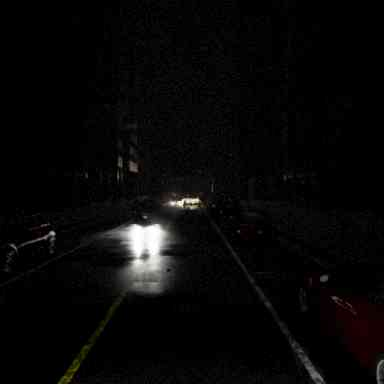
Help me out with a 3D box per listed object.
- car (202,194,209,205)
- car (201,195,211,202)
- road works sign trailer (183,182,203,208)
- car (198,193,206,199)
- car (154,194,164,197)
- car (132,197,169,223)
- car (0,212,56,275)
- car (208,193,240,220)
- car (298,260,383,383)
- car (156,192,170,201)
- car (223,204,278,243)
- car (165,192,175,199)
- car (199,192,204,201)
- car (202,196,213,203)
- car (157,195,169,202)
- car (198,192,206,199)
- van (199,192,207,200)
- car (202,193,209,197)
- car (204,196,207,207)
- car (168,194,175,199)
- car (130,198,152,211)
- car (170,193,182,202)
[{"bbox_3d":[2.755,1.381,43.658,2.008,1.369,4.403,0,0,0],"label":"car"},{"bbox_3d":[2.753,1.311,66.065,1.947,1.339,4.313,0,0,0],"label":"car"},{"bbox_3d":[-0.005,0.288,45.454,2.380,3.560,2.880,0,0,0],"label":"road works sign trailer"},{"bbox_3d":[2.750,1.102,88.471,1.967,1.590,4.097,0,0,0],"label":"car"},{"bbox_3d":[-5.771,1.359,49.255,2.008,1.369,4.403,0,0,0],"label":"car"},{"bbox_3d":[-3.102,1.394,24.549,2.128,1.511,4.902,0,0,0],"label":"car"},{"bbox_3d":[-5.767,1.400,10.040,1.967,1.590,4.097,0,0,0],"label":"car"},{"bbox_3d":[2.756,1.209,26.852,2.192,1.841,5.009,0,0,0],"label":"car"},{"bbox_3d":[2.759,1.564,4.446,1.802,1.307,4.206,0,0,0],"label":"car"},{"bbox_3d":[-5.773,1.081,60.458,2.192,1.841,5.009,0,0,0],"label":"car"},{"bbox_3d":[2.758,1.482,15.649,1.887,1.381,4.507,0,0,0],"label":"car"},{"bbox_3d":[-5.776,0.977,88.469,2.192,1.841,5.009,0,0,0],"label":"car"},{"bbox_3d":[2.753,1.103,54.861,2.192,1.841,5.009,0,0,0],"label":"car"},{"bbox_3d":[2.753,1.348,60.464,1.802,1.307,4.206,0,0,0],"label":"car"},{"bbox_3d":[-5.773,1.311,66.061,1.947,1.339,4.313,0,0,0],"label":"car"},{"bbox_3d":[2.749,0.956,94.073,2.192,1.841,5.009,0,0,0],"label":"car"},{"bbox_3d":[2.750,1.024,82.870,1.690,1.788,3.998,0,0,0],"label":"van"},{"bbox_3d":[2.754,1.333,49.429,1.752,1.417,4.829,0,0,0],"label":"car"},{"bbox_3d":[2.755,1.417,38.056,1.947,1.339,4.313,0,0,0],"label":"car"},{"bbox_3d":[-5.775,1.167,93.901,1.752,1.417,4.829,0,0,0],"label":"car"},{"bbox_3d":[-5.770,1.396,38.050,1.887,1.381,4.507,0,0,0],"label":"car"},{"bbox_3d":[-3.019,1.344,65.654,1.895,1.301,4.718,0,0,0],"label":"car"}]
